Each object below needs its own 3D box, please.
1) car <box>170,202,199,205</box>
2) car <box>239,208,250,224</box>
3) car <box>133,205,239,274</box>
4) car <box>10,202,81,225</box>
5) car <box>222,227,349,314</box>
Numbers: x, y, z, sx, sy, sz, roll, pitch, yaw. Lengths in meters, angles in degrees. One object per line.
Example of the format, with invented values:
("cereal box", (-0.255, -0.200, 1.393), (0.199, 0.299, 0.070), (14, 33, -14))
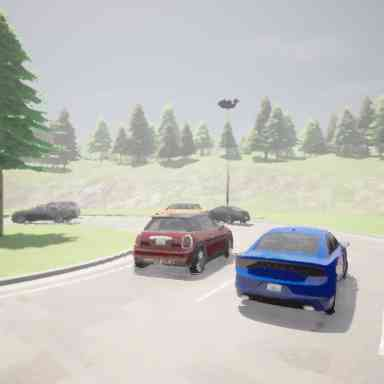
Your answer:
("car", (-1.034, 1.642, 26.110), (2.097, 1.767, 4.553), (1, -1, -44))
("car", (2.660, 1.847, 27.348), (1.812, 1.442, 4.674), (1, -1, -40))
("car", (-0.093, 1.480, 11.400), (2.097, 1.767, 4.553), (0, -1, 22))
("car", (-11.540, 1.734, 26.086), (4.902, 1.511, 2.128), (0, -1, -2))
("car", (2.627, 1.582, 8.097), (1.882, 1.535, 5.008), (1, 0, 28))
